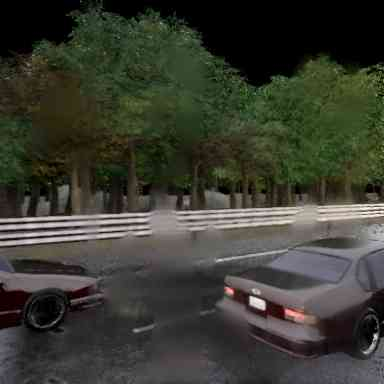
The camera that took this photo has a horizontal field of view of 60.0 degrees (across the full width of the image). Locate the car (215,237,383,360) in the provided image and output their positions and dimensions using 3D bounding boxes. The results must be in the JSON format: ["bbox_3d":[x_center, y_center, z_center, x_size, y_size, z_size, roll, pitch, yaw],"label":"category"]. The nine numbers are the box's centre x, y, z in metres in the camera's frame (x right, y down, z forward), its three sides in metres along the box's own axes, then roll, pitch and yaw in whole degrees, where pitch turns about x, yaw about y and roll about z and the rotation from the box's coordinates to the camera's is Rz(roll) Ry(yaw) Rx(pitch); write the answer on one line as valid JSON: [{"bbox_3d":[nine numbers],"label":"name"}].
[{"bbox_3d":[2.950,1.542,5.913,5.357,1.411,2.033,0,0,-35],"label":"car"}]

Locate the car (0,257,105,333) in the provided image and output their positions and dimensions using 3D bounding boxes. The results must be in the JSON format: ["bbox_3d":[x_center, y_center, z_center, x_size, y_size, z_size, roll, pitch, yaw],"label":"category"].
[{"bbox_3d":[-4.168,1.540,5.052,5.357,1.411,2.033,0,0,-35],"label":"car"}]
